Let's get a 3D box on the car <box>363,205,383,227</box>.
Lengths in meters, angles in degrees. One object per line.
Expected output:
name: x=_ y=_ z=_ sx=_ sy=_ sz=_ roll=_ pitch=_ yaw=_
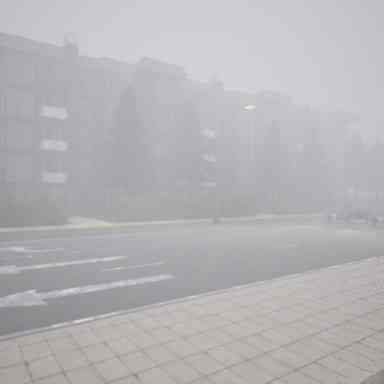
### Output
car: x=15.065 y=1.732 z=24.463 sx=4.902 sy=1.511 sz=2.128 roll=1 pitch=0 yaw=-36

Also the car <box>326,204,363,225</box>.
car: x=13.030 y=1.734 z=27.311 sx=4.902 sy=1.511 sz=2.128 roll=1 pitch=0 yaw=-36
